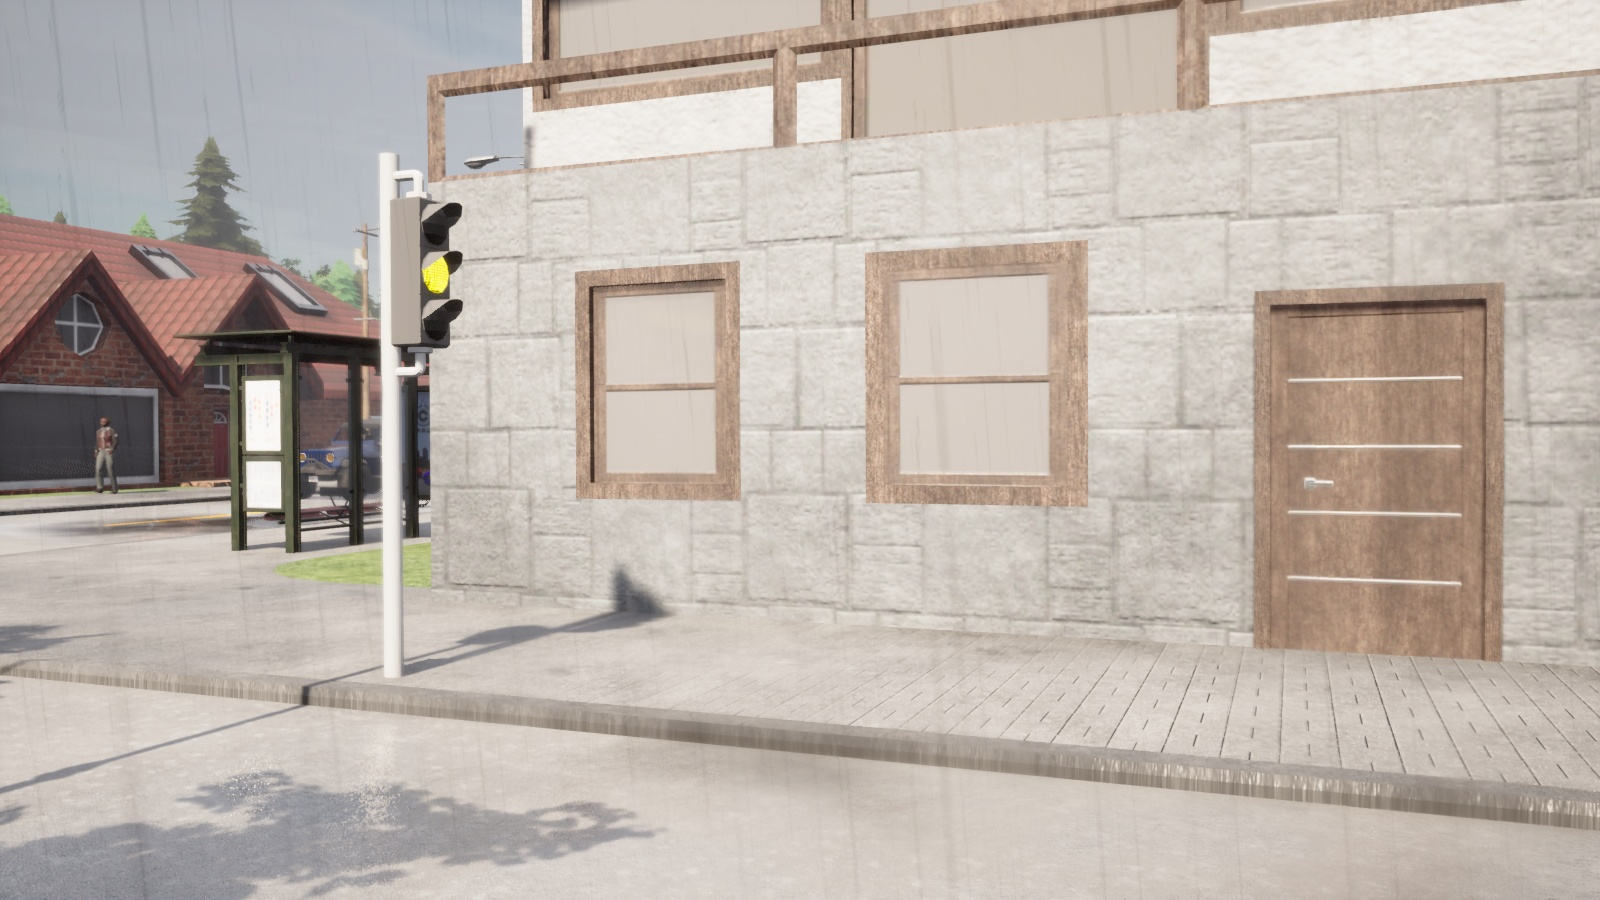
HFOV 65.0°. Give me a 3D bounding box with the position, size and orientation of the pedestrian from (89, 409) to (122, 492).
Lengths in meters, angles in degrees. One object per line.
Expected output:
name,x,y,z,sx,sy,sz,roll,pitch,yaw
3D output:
pedestrian,-16.410,-0.001,29.679,0.402,1.930,0.666,0,1,2
